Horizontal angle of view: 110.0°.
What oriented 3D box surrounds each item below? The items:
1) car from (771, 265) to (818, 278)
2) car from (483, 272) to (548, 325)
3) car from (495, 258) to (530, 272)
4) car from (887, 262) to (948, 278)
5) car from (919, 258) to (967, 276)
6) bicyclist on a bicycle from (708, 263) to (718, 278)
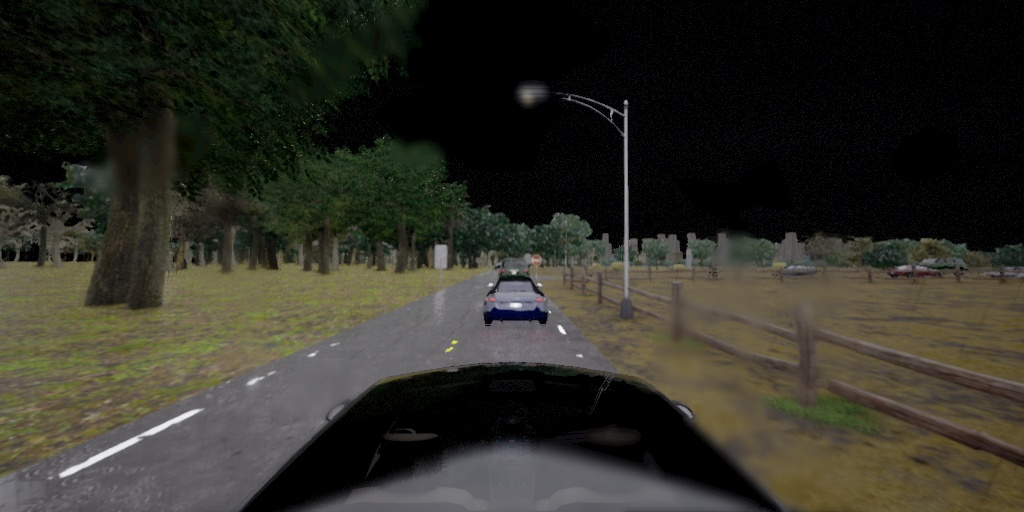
[{"bbox_3d":[32.755,1.775,41.657,4.674,1.442,1.812,0,-2,0],"label":"car"},{"bbox_3d":[0.113,1.407,12.252,1.994,1.385,4.181,0,-1,0],"label":"car"},{"bbox_3d":[0.136,1.203,25.633,2.150,2.045,5.566,0,-1,0],"label":"car"},{"bbox_3d":[43.463,1.682,38.788,4.674,1.442,1.812,0,-2,1],"label":"car"},{"bbox_3d":[49.130,1.227,41.607,5.566,2.045,2.150,0,-2,0],"label":"car"},{"bbox_3d":[19.962,1.489,35.677,0.582,1.620,1.656,0,-1,0],"label":"bicyclist on a bicycle"}]
